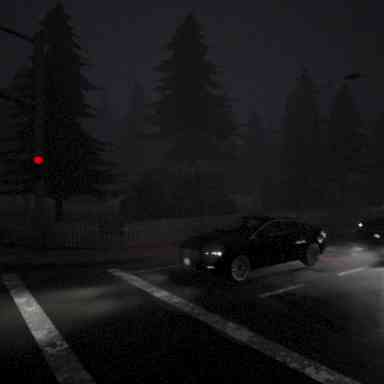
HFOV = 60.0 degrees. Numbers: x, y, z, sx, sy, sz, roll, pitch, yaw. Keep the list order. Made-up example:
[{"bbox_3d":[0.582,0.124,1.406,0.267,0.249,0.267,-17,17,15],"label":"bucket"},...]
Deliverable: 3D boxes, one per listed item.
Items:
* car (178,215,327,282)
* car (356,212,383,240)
[{"bbox_3d":[1.890,1.446,9.677,4.902,1.511,2.128,-1,0,-35],"label":"car"},{"bbox_3d":[9.446,1.485,15.035,4.718,1.301,1.895,-1,0,-36],"label":"car"}]
